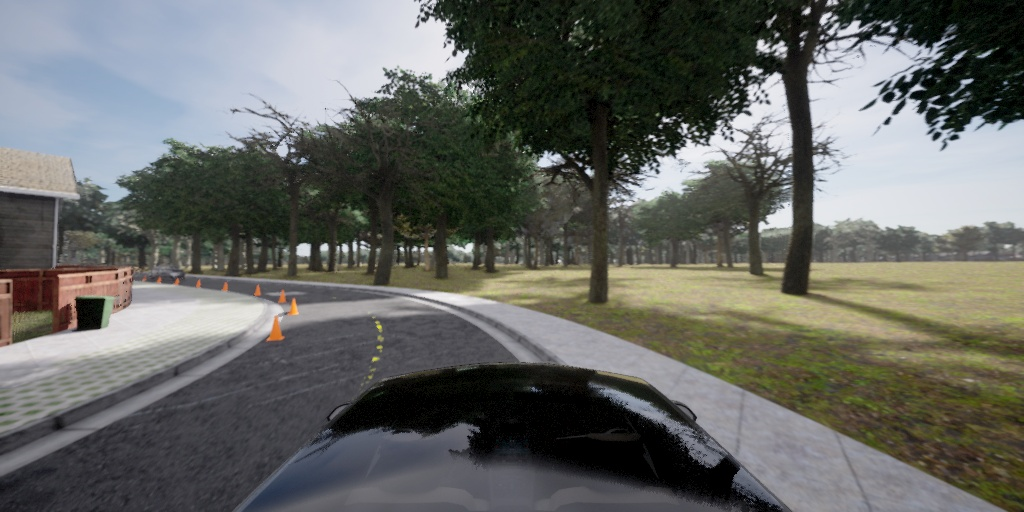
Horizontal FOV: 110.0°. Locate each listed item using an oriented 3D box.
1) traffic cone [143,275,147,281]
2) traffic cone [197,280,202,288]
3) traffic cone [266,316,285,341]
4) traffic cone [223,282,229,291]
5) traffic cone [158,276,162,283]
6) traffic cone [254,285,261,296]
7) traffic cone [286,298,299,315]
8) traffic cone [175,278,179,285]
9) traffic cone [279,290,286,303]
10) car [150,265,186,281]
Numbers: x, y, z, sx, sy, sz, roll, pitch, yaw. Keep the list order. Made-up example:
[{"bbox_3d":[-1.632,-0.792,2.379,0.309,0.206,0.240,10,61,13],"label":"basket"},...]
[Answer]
[{"bbox_3d":[-34.600,2.104,33.788,0.340,0.580,0.340,0,0,34],"label":"traffic cone"},{"bbox_3d":[-22.176,1.964,25.378,0.340,0.580,0.340,0,0,34],"label":"traffic cone"},{"bbox_3d":[-5.937,1.797,9.019,0.340,0.580,0.340,0,0,-21],"label":"traffic cone"},{"bbox_3d":[-18.034,1.918,22.575,0.340,0.580,0.340,0,0,34],"label":"traffic cone"},{"bbox_3d":[-30.458,2.057,30.985,0.340,0.580,0.340,0,0,34],"label":"traffic cone"},{"bbox_3d":[-14.046,1.884,19.817,0.340,0.580,0.340,0,0,38],"label":"traffic cone"},{"bbox_3d":[-7.974,1.832,13.088,0.340,0.580,0.340,0,0,-32],"label":"traffic cone"},{"bbox_3d":[-26.317,2.010,28.181,0.340,0.580,0.340,0,0,34],"label":"traffic cone"},{"bbox_3d":[-10.706,1.859,16.727,0.340,0.580,0.340,0,0,-42],"label":"traffic cone"},{"bbox_3d":[-34.818,1.710,36.272,4.902,1.511,2.128,-1,-2,34],"label":"car"}]
